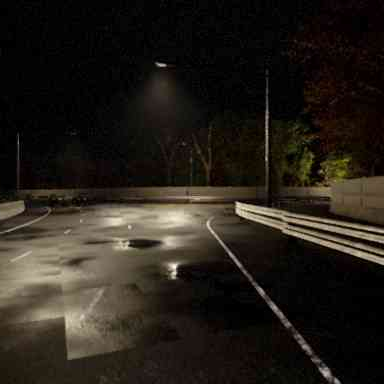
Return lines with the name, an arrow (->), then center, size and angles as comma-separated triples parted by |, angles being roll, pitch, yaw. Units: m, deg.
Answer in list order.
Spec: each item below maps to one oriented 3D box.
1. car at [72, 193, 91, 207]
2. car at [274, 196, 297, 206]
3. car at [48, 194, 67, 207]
car -> -17.727, 1.248, 53.220 | 2.150, 2.045, 5.566 | 0, 0, -29
car -> 14.939, 1.439, 53.314 | 4.892, 1.490, 1.837 | 0, -2, -41
car -> -21.075, 1.258, 52.075 | 2.150, 2.045, 5.566 | 0, 0, -30
